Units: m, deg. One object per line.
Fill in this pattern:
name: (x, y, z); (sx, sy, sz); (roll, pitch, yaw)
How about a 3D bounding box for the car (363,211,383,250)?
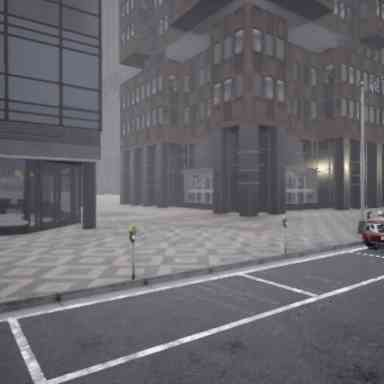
car: (8.658, 1.254, 12.830); (5.009, 1.841, 2.192); (0, 0, -36)
